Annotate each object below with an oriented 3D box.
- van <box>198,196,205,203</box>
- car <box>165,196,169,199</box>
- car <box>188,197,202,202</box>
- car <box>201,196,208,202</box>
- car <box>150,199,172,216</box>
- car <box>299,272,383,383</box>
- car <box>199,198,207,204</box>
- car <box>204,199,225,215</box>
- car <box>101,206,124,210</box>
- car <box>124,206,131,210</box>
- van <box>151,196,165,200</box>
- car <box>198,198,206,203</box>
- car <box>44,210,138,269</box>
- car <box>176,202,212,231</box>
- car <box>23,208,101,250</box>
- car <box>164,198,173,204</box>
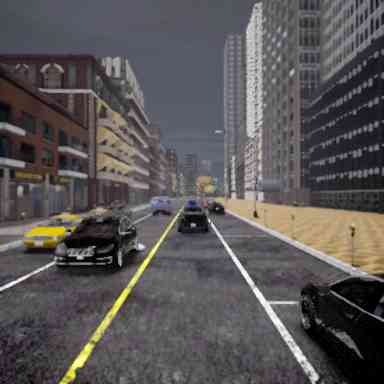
[{"bbox_3d":[2.622,2.007,92.288,1.690,1.788,3.998,0,0,0],"label":"van"},{"bbox_3d":[-5.733,1.951,59.144,1.887,1.381,4.507,0,0,0],"label":"car"},{"bbox_3d":[0.063,1.837,46.186,1.812,1.442,4.674,0,-1,0],"label":"car"},{"bbox_3d":[2.657,1.766,48.105,1.967,1.590,4.097,0,0,0],"label":"car"},{"bbox_3d":[-3.123,1.782,35.524,2.033,1.411,5.357,0,0,0],"label":"car"},{"bbox_3d":[2.691,1.592,3.922,1.947,1.339,4.313,0,0,0],"label":"car"},{"bbox_3d":[2.630,2.142,81.240,1.947,1.339,4.313,0,0,0],"label":"car"},{"bbox_3d":[2.665,1.811,37.059,1.947,1.339,4.313,0,0,0],"label":"car"},{"bbox_3d":[-5.703,1.656,20.315,1.752,1.417,4.829,0,0,0],"label":"car"},{"bbox_3d":[-5.708,1.735,26.007,1.947,1.339,4.313,0,0,0],"label":"car"},{"bbox_3d":[-5.729,1.707,53.623,1.690,1.788,3.998,0,0,0],"label":"van"},{"bbox_3d":[2.626,2.165,86.763,1.887,1.381,4.507,0,0,0],"label":"car"},{"bbox_3d":[-3.060,1.580,11.543,1.837,1.490,4.892,0,-1,0],"label":"car"},{"bbox_3d":[0.073,1.645,21.539,1.837,1.490,4.892,0,0,0],"label":"car"},{"bbox_3d":[-5.697,1.620,14.792,1.752,1.417,4.829,0,0,0],"label":"car"},{"bbox_3d":[-5.751,2.127,81.234,2.008,1.369,4.403,0,0,0],"label":"car"}]
